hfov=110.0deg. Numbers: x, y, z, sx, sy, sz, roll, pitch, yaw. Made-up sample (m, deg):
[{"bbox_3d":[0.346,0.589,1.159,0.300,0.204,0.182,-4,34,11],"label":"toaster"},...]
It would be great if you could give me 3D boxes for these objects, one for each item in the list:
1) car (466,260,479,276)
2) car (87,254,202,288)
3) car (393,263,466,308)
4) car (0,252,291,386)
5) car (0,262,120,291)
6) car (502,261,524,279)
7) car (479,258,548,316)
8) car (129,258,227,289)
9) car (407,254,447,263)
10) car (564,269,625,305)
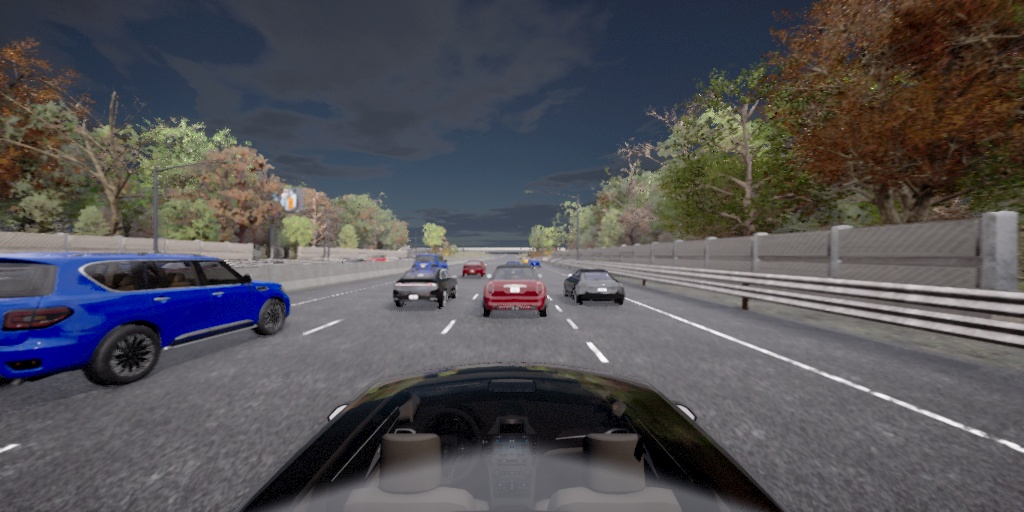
[{"bbox_3d":[-3.405,1.137,33.132,1.882,1.535,5.008,0,0,0],"label":"car"},{"bbox_3d":[-24.602,0.906,24.457,2.150,2.045,5.566,0,0,0],"label":"car"},{"bbox_3d":[-3.403,1.202,14.822,2.128,1.511,4.902,0,0,0],"label":"car"},{"bbox_3d":[-6.903,0.956,7.063,2.150,2.045,5.566,0,0,0],"label":"car"},{"bbox_3d":[-28.102,1.182,22.276,2.128,1.511,4.902,0,0,0],"label":"car"},{"bbox_3d":[0.095,1.186,32.606,1.812,1.442,4.674,0,0,0],"label":"car"},{"bbox_3d":[0.095,1.067,13.314,2.097,1.767,4.553,0,0,0],"label":"car"},{"bbox_3d":[-21.102,1.040,22.987,2.097,1.767,4.553,0,0,0],"label":"car"},{"bbox_3d":[-6.907,0.887,30.764,2.150,2.045,5.566,0,0,0],"label":"car"},{"bbox_3d":[3.497,1.270,15.893,1.994,1.385,4.181,0,0,0],"label":"car"}]
